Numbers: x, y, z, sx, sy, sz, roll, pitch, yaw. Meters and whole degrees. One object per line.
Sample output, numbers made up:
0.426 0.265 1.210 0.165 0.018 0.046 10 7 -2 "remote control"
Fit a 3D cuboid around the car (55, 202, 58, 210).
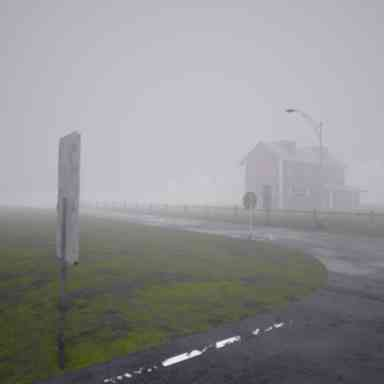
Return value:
-18.872 1.849 49.826 2.097 1.767 4.553 2 -1 -36 "car"
